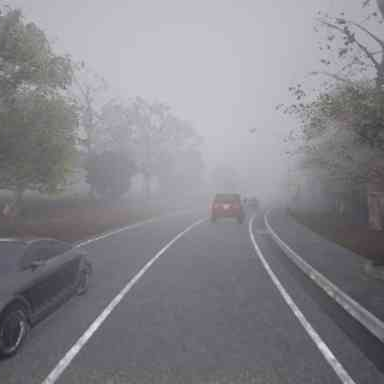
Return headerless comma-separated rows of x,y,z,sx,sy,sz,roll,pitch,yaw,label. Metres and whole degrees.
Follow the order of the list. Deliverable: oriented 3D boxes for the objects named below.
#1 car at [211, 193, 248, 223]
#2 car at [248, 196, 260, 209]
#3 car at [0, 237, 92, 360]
2.762,1.084,24.507,2.150,2.045,5.566,1,1,11,car
7.345,1.301,41.353,2.128,1.511,4.902,2,1,18,car
-3.299,1.513,5.766,1.994,1.385,4.181,0,0,4,car
